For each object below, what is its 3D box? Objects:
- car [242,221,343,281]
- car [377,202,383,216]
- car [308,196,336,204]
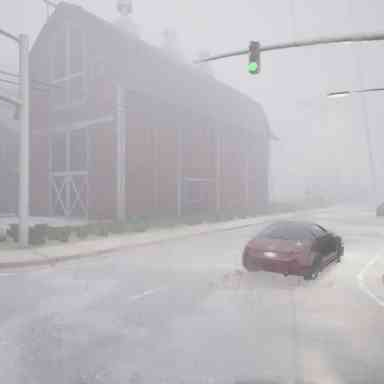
[{"bbox_3d":[3.205,1.581,10.150,1.994,1.385,4.181,0,0,36],"label":"car"},{"bbox_3d":[18.769,1.580,31.388,1.994,1.385,4.181,0,0,36],"label":"car"},{"bbox_3d":[21.894,1.477,56.473,4.892,1.490,1.837,1,1,40],"label":"car"}]
